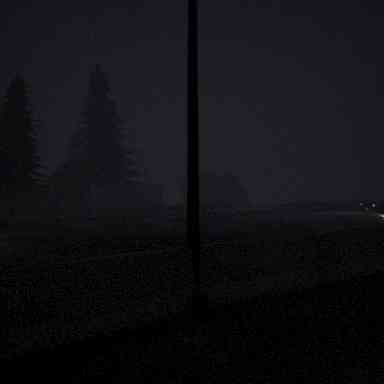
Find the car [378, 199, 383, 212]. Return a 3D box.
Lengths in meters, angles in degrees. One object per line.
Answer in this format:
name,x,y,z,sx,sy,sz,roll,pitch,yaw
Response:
car,20.088,1.323,30.513,5.357,1.411,2.033,0,0,-23

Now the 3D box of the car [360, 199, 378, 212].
car,19.498,1.362,34.038,4.718,1.301,1.895,0,0,-22
